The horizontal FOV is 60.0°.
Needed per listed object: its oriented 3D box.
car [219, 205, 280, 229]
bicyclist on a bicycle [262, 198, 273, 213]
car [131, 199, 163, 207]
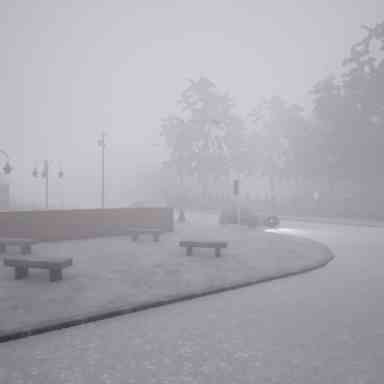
[{"bbox_3d":[3.664,1.572,21.775,1.994,1.385,4.181,0,0,-35],"label":"car"},{"bbox_3d":[7.080,1.364,31.453,1.656,1.620,0.582,0,0,-35],"label":"bicyclist on a bicycle"},{"bbox_3d":[-4.442,1.516,33.190,1.837,1.490,4.892,0,-1,-35],"label":"car"}]
